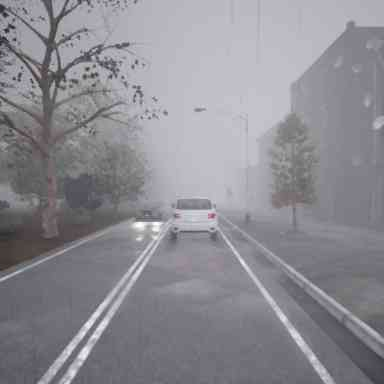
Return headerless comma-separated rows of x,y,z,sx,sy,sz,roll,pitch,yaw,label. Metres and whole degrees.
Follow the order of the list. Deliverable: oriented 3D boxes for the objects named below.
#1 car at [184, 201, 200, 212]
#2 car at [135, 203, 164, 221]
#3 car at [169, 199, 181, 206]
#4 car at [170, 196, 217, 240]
0.032,1.752,41.785,1.895,1.301,4.718,0,-1,0,car
-3.372,1.593,27.057,1.994,1.385,4.181,0,0,0,car
-3.448,2.082,67.436,2.128,1.511,4.902,0,-1,0,car
0.092,1.223,17.263,2.150,2.045,5.566,0,0,0,car
